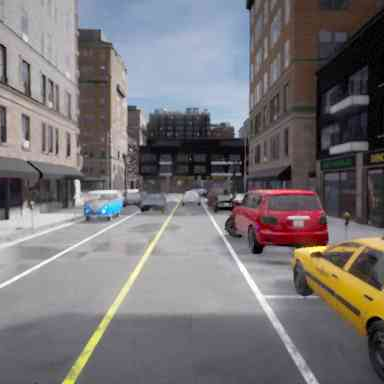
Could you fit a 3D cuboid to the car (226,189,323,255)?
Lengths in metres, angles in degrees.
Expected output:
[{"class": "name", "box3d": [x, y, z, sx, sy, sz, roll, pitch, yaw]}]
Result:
[{"class": "car", "box3d": [2.849, 0.908, 12.049, 2.150, 2.045, 5.566, 0, 2, -3]}]

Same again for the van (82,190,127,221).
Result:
[{"class": "van", "box3d": [-5.482, 0.800, 20.762, 1.690, 1.788, 3.998, 0, 1, 0]}]

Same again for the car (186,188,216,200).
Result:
[{"class": "car", "box3d": [1.355, 0.296, 46.677, 2.128, 1.511, 4.902, 1, 2, 30]}]

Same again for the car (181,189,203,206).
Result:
[{"class": "car", "box3d": [-0.073, 0.621, 34.947, 1.812, 1.442, 4.674, 0, 1, 0]}]

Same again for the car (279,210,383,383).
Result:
[{"class": "car", "box3d": [3.003, 1.323, 5.049, 1.801, 1.575, 5.366, 0, 1, 0]}]

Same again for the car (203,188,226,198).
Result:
[{"class": "car", "box3d": [2.491, 0.483, 32.119, 2.192, 1.841, 5.009, 0, 1, 0]}]

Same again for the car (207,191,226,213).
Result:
[{"class": "car", "box3d": [2.517, 0.880, 26.465, 1.947, 1.339, 4.313, 0, 1, 0]}]

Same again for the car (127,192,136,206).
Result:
[{"class": "car", "box3d": [-5.534, 0.717, 32.087, 2.008, 1.369, 4.403, 0, 1, 0]}]

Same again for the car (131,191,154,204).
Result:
[{"class": "car", "box3d": [-5.561, 0.587, 37.748, 1.947, 1.339, 4.313, 0, 1, 0]}]

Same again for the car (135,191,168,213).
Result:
[{"class": "car", "box3d": [-2.966, 0.848, 26.905, 2.033, 1.411, 5.357, 0, 1, 0]}]
